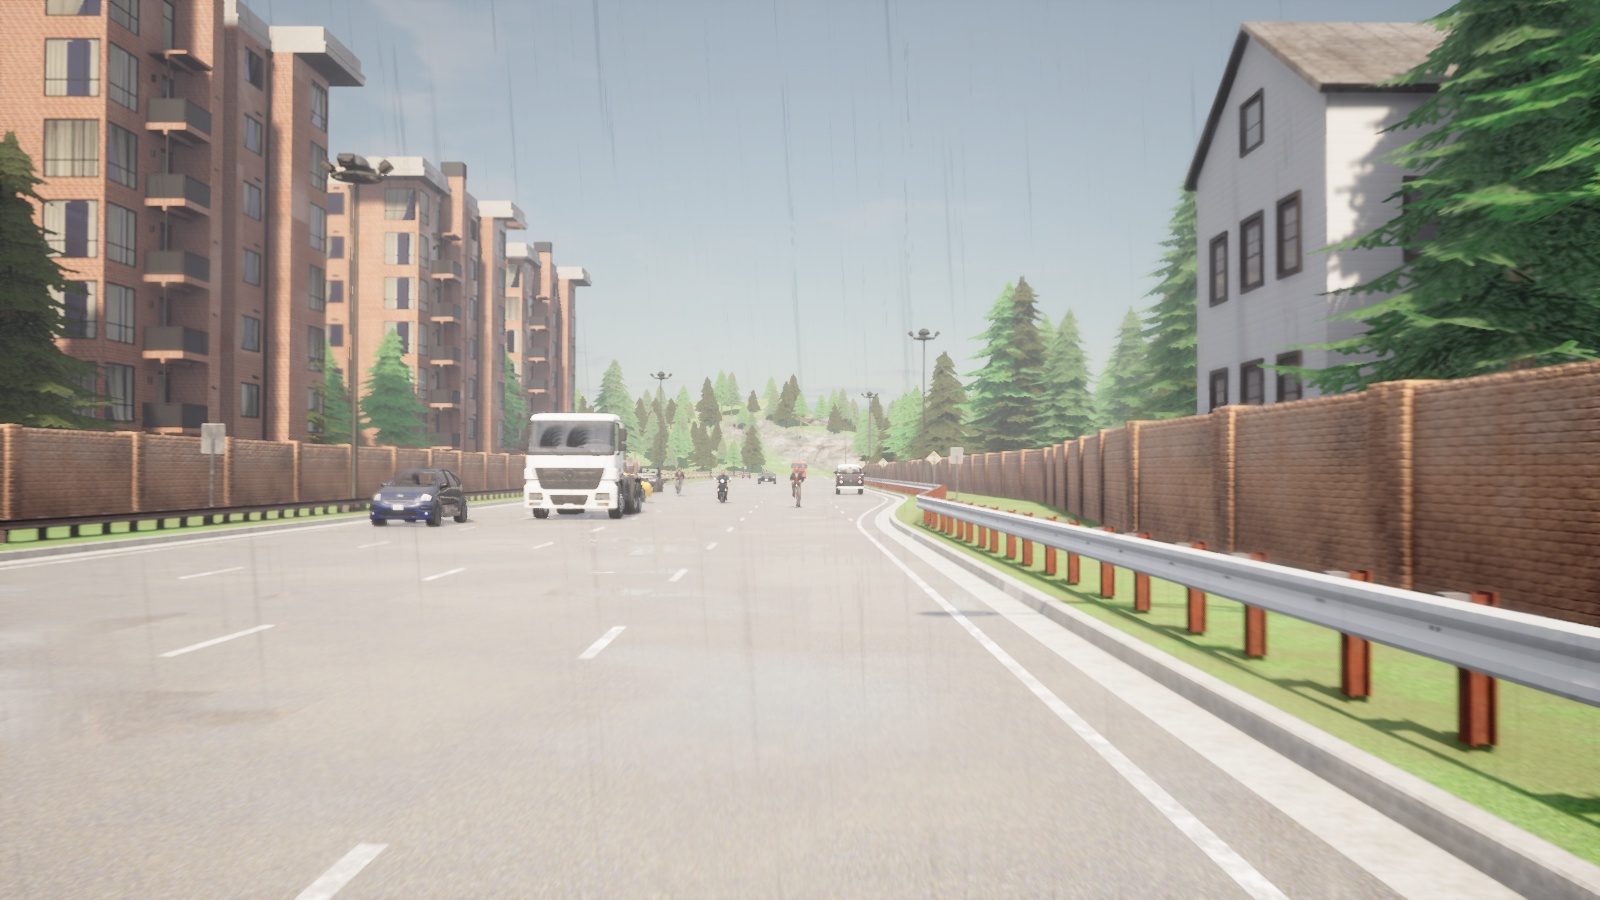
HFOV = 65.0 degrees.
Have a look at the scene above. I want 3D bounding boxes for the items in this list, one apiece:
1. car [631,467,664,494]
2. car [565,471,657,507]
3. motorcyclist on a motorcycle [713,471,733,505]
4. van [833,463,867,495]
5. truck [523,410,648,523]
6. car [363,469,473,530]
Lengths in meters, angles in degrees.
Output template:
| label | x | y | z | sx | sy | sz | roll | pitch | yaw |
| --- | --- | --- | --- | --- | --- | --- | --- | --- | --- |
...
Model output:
| label | x | y | z | sx | sy | sz | roll | pitch | yaw |
| --- | --- | --- | --- | --- | --- | --- | --- | --- | --- |
| car | -10.716 | 2.134 | 88.543 | 1.905 | 1.878 | 3.866 | 0 | -1 | 0 |
| car | -8.554 | 1.746 | 57.425 | 1.801 | 1.575 | 5.366 | -1 | -1 | 20 |
| motorcyclist on a motorcycle | -3.645 | 1.778 | 59.551 | 0.866 | 1.590 | 1.817 | 0 | -1 | 0 |
| van | 3.295 | 1.922 | 83.733 | 2.069 | 2.038 | 4.480 | 0 | -1 | 0 |
| truck | -7.108 | 0.575 | 42.705 | 2.891 | 3.462 | 7.936 | 0 | -1 | 0 |
| car | -10.586 | 1.342 | 35.101 | 1.851 | 1.617 | 3.988 | 0 | -1 | 0 |
